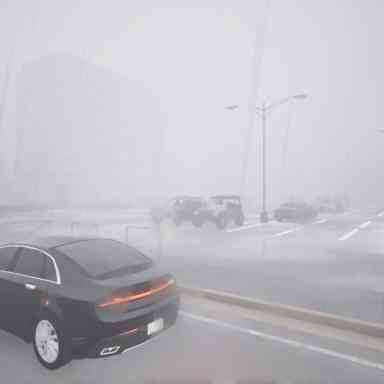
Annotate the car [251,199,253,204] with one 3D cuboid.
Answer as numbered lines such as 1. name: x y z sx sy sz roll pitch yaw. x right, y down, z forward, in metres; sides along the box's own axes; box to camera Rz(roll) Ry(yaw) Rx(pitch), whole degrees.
1. car: 9.855 1.505 62.469 1.837 1.490 4.892 0 0 34

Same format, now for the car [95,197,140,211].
1. car: -9.012 1.601 40.712 1.895 1.301 4.718 0 0 34

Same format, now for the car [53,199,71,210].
1. car: -17.161 1.547 41.507 2.033 1.411 5.357 0 0 34

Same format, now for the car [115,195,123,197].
1. car: -11.824 1.352 49.424 2.097 1.767 4.553 0 0 34

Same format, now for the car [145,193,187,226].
1. car: -0.650 1.153 21.896 1.932 1.855 4.605 0 0 34

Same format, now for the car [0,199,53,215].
1. car: -17.489 1.601 34.753 1.895 1.301 4.718 0 0 34

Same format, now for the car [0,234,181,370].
1. car: -2.448 1.505 5.747 4.892 1.490 1.837 0 0 36

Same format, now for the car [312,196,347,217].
1. car: 13.761 1.395 33.160 1.970 1.475 3.806 0 0 34

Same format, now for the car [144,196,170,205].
1. car: -6.044 1.526 57.934 1.812 1.442 4.674 0 0 35

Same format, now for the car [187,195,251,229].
1. car: 1.714 1.156 20.226 1.905 1.878 3.866 0 0 34

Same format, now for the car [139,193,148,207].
1. car: -6.600 1.221 50.875 2.150 2.045 5.566 0 0 34

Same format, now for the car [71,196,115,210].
1. car: -12.487 1.526 42.164 1.812 1.442 4.674 0 0 34
